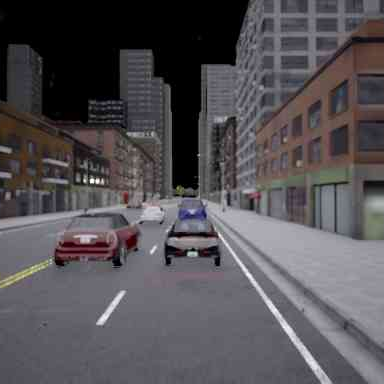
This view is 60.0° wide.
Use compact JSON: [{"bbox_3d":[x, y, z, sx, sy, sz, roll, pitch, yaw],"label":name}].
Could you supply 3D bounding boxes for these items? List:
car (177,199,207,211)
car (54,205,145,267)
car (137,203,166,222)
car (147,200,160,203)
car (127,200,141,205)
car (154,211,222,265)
[{"bbox_3d":[0.027,1.575,26.157,2.150,2.045,5.566,0,-1,0],"label":"car"},{"bbox_3d":[-3.208,1.516,12.193,2.097,1.767,4.553,0,-1,1],"label":"car"},{"bbox_3d":[-3.203,1.901,27.939,1.812,1.442,4.674,0,-1,1],"label":"car"},{"bbox_3d":[-6.567,2.143,56.763,2.097,1.767,4.553,0,-1,0],"label":"car"},{"bbox_3d":[-9.812,2.142,56.745,2.097,1.767,4.553,0,-1,0],"label":"car"},{"bbox_3d":[0.041,1.658,12.274,2.128,1.511,4.902,0,-1,1],"label":"car"}]
